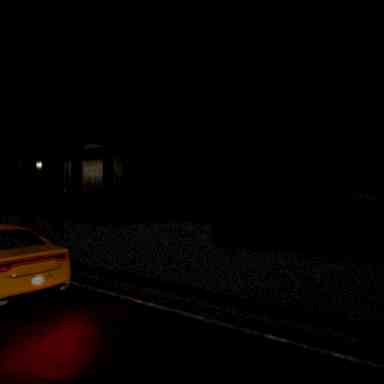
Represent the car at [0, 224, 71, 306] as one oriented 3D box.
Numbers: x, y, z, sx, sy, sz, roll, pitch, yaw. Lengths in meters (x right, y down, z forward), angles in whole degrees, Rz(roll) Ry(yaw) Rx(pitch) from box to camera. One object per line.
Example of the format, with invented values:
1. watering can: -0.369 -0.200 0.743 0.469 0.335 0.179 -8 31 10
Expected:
1. car: -4.824 1.482 7.630 5.008 1.535 1.882 0 0 37
